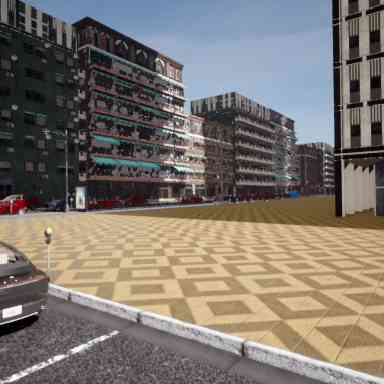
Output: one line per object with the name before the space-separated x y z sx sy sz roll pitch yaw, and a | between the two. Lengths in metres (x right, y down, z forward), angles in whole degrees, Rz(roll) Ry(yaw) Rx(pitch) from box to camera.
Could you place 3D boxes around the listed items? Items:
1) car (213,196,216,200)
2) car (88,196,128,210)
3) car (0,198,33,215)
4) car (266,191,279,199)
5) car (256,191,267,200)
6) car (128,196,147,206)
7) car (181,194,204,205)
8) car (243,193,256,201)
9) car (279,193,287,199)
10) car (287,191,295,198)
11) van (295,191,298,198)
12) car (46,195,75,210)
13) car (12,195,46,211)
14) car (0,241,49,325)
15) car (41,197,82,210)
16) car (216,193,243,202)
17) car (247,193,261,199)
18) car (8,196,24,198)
car | 6.406 1.028 73.163 1.967 1.590 4.097 -1 0 36
car | -9.623 1.186 36.962 1.967 1.590 4.097 -1 0 36
car | -16.135 1.413 28.030 1.802 1.307 4.206 -1 0 36
car | 16.431 0.740 72.690 2.192 1.841 5.009 -1 0 36
car | 13.177 1.046 68.224 1.802 1.307 4.206 -1 0 36
car | -8.468 1.283 48.355 1.812 1.442 4.674 -1 0 36
car | 0.148 1.062 50.360 1.967 1.590 4.097 -1 0 36
car | 9.920 1.048 63.759 1.887 1.381 4.507 -1 0 36
car | 19.690 0.938 77.156 2.008 1.369 4.403 -1 0 36
car | 22.948 0.932 81.623 1.802 1.307 4.206 -1 0 36
van | 26.202 0.654 86.089 1.690 1.788 3.998 -1 0 36
car | -14.714 1.189 39.819 2.097 1.767 4.553 -1 0 36
car | -19.651 1.228 37.435 2.192 1.841 5.009 -1 0 36
car | -4.447 1.553 6.247 4.403 1.369 2.008 0 -1 36
car | -16.391 1.415 41.902 1.887 1.381 4.507 -1 0 36
car | 6.663 1.093 59.293 2.008 1.369 4.403 -1 0 36
car | 16.178 1.040 86.562 1.947 1.339 4.313 -1 0 36
car | -19.978 1.453 32.601 2.033 1.411 5.357 -1 0 36
